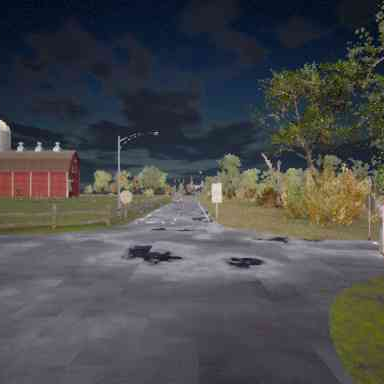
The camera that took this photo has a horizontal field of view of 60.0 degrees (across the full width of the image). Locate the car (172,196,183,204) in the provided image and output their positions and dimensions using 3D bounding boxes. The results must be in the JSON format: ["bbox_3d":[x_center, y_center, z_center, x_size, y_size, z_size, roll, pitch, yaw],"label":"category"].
[{"bbox_3d":[-2.750,1.475,63.918,2.097,1.767,4.553,0,0,0],"label":"car"}]
